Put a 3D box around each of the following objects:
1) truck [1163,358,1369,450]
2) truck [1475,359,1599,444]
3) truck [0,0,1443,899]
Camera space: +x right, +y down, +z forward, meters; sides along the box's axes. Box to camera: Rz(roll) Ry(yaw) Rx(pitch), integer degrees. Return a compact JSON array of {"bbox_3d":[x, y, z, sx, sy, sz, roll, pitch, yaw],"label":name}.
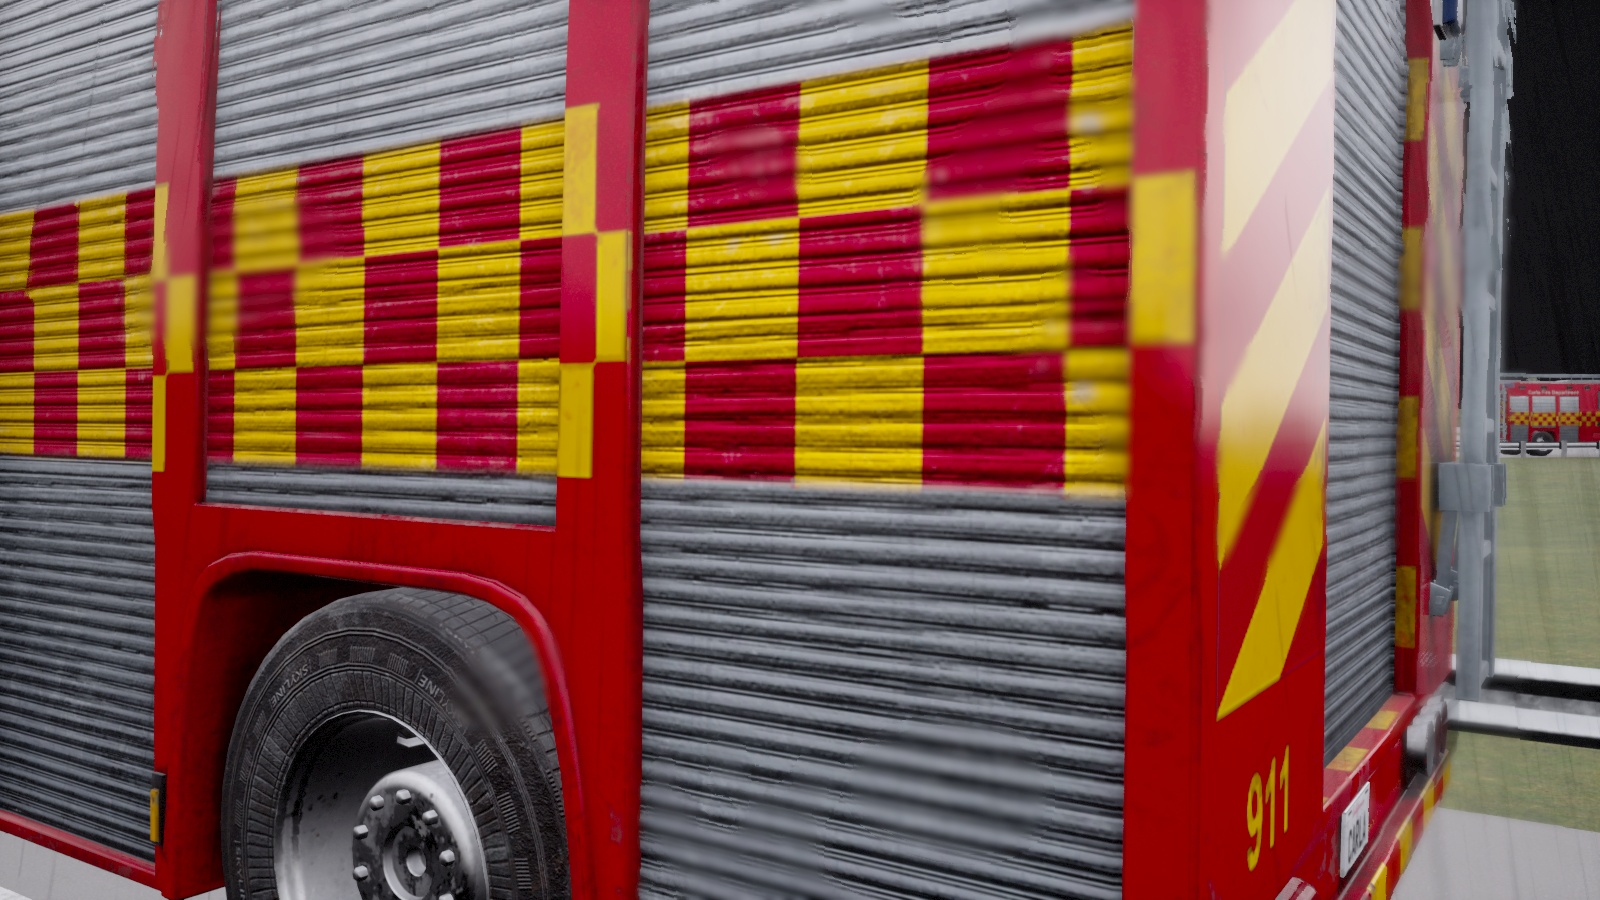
[{"bbox_3d":[21.101,-1.985,56.989,8.468,3.827,2.891,-1,1,26],"label":"truck"},{"bbox_3d":[36.716,-2.316,59.073,8.468,3.827,2.891,-1,1,-3],"label":"truck"},{"bbox_3d":[-2.277,-0.483,5.145,8.468,3.827,2.891,0,1,34],"label":"truck"}]
